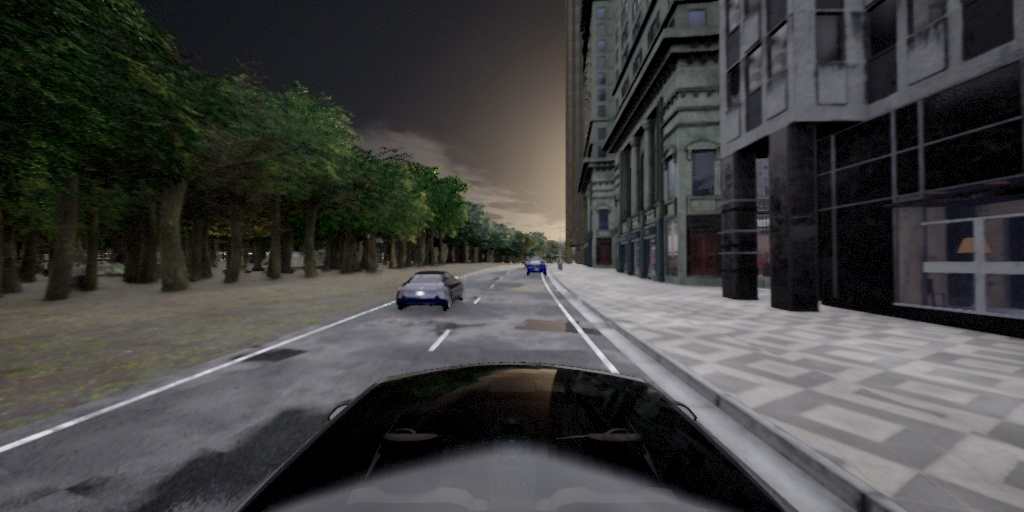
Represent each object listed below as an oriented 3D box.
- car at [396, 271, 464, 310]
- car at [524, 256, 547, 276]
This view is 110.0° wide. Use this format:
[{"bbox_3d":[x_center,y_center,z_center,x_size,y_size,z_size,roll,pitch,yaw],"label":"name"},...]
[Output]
[{"bbox_3d":[-3.180,1.288,14.647,1.994,1.385,4.181,0,0,1],"label":"car"},{"bbox_3d":[2.394,1.055,34.920,1.882,1.535,5.008,0,1,4],"label":"car"}]
